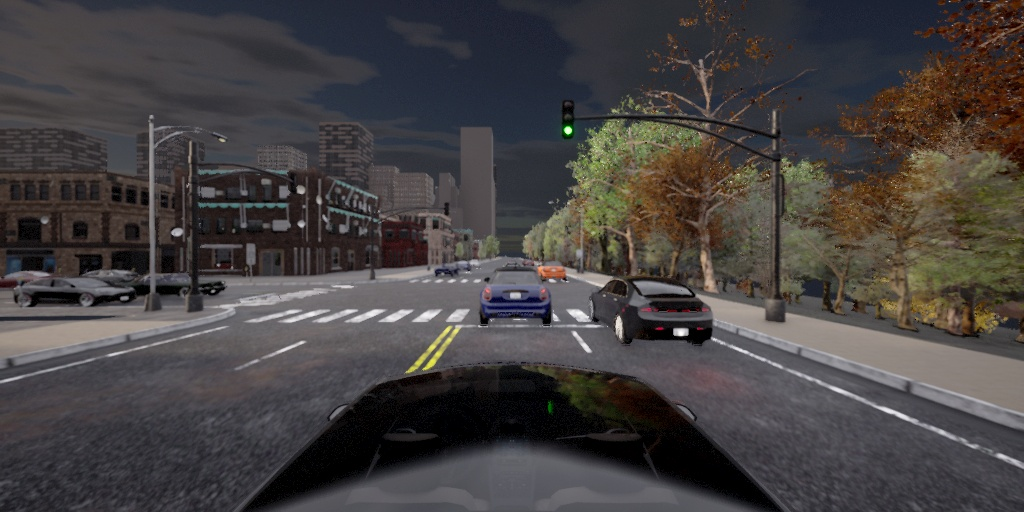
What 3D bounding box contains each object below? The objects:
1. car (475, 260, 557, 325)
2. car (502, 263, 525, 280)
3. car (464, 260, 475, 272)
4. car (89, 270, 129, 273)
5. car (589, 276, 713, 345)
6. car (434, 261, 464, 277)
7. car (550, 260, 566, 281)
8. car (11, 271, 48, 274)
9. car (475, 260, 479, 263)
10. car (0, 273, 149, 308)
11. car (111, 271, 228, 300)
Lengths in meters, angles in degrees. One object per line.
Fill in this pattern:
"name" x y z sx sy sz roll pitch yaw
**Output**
"car" 0.098 1.124 12.064 2.097 1.767 4.553 0 0 0
"car" 0.093 1.381 33.010 1.994 1.385 4.181 0 0 0
"car" -6.591 1.373 48.614 1.812 1.442 4.674 0 0 0
"car" -28.285 1.613 24.973 4.403 1.370 2.007 0 0 0
"car" 3.347 1.272 9.529 1.837 1.490 4.892 0 0 0
"car" -6.598 1.425 36.782 1.895 1.301 4.718 0 0 3
"car" 3.344 1.165 30.867 2.097 1.767 4.553 0 0 0
"car" -33.820 1.708 24.978 4.207 1.307 1.802 0 0 0
"car" -6.549 1.402 62.875 1.812 1.442 4.674 0 0 1
"car" -19.950 1.598 16.462 4.313 1.339 1.948 0 0 0
"car" -18.093 1.592 19.129 4.718 1.301 1.895 -1 0 1
